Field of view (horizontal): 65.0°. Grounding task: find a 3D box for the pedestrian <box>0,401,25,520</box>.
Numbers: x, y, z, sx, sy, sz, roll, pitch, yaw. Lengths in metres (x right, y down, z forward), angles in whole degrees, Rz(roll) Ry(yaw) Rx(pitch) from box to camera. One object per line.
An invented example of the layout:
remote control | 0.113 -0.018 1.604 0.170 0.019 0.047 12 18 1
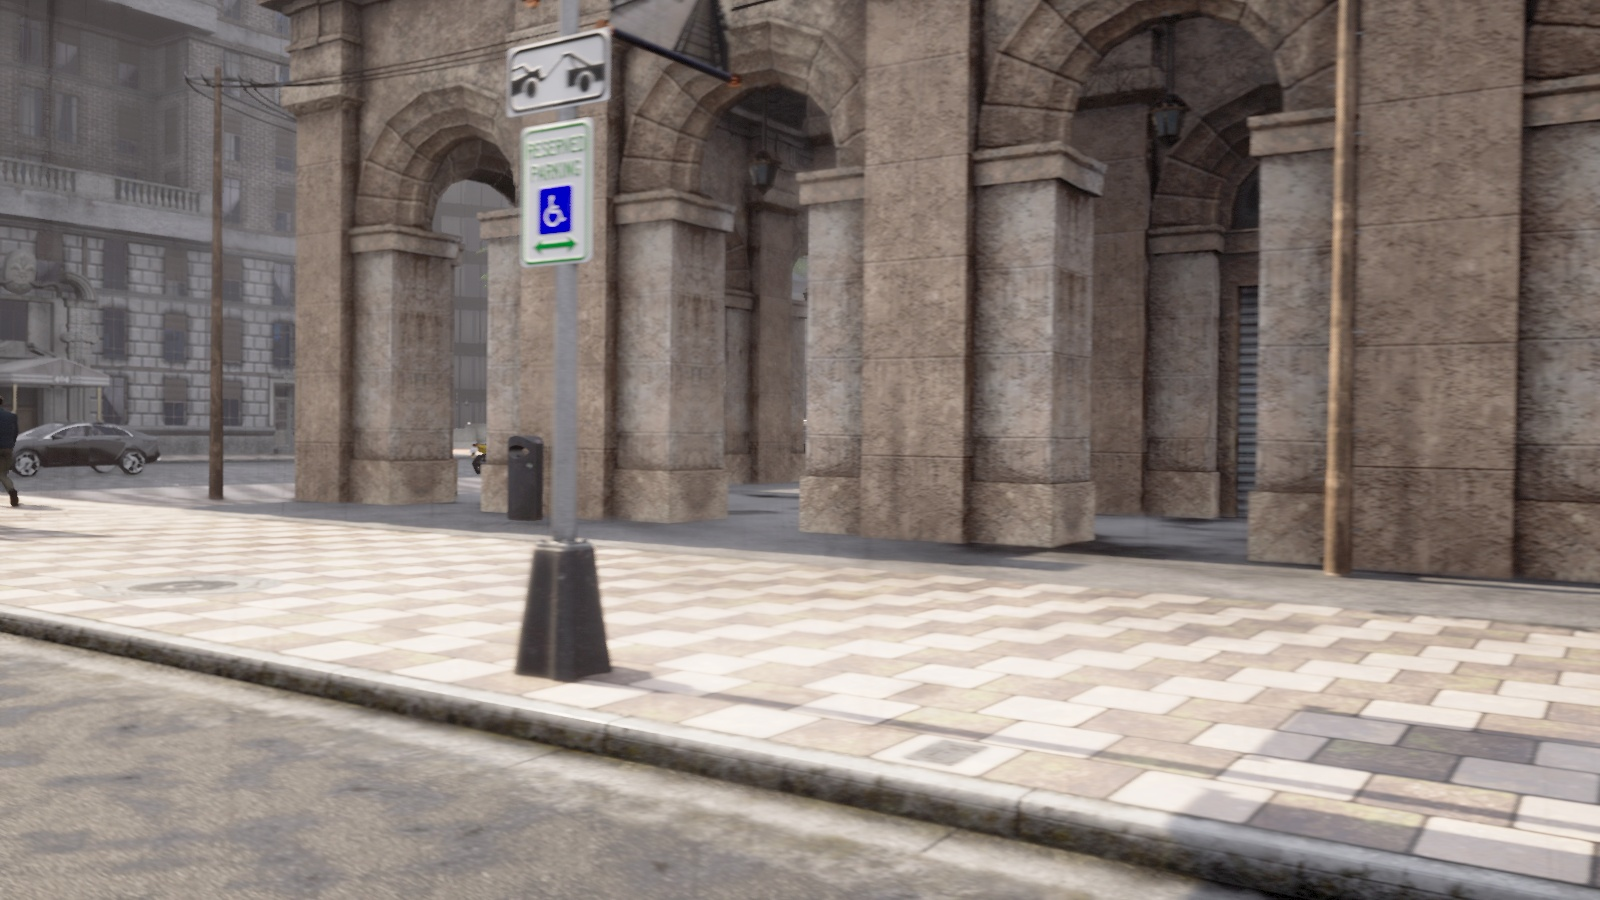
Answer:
pedestrian | -12.601 0.159 19.754 0.726 1.842 0.402 0 1 33

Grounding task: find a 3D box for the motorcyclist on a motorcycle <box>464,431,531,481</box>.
motorcyclist on a motorcycle | -9.475 0.159 39.454 0.797 1.523 2.044 0 1 34

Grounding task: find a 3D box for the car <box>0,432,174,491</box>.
car | -20.569 0.266 35.316 2.128 1.511 4.902 0 1 33
